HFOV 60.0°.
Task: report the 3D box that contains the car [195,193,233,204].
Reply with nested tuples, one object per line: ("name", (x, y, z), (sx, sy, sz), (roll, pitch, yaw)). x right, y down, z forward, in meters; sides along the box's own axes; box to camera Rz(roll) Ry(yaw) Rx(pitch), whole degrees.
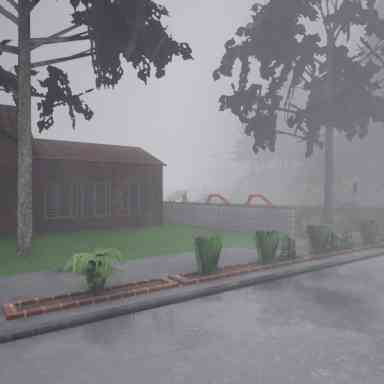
("car", (3.296, 1.220, 46.098), (2.150, 2.045, 5.566), (0, 0, -35))

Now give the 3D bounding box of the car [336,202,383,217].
("car", (15.055, 1.564, 29.640), (1.994, 1.385, 4.181), (0, 0, -36))
